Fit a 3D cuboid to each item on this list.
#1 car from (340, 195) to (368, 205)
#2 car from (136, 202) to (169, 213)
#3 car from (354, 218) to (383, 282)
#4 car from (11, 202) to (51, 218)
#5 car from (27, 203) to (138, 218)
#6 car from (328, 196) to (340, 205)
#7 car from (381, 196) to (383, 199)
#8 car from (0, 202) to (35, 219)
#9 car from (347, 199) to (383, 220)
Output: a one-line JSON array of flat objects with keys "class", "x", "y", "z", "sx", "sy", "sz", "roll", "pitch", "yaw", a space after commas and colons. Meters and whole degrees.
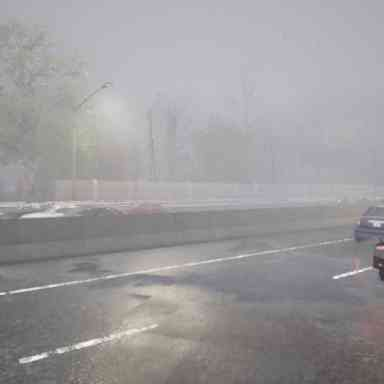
[{"class": "car", "x": 23.176, "y": 1.471, "z": 46.304, "sx": 4.892, "sy": 1.490, "sz": 1.837, "roll": -1, "pitch": 0, "yaw": -35}, {"class": "car", "x": -4.092, "y": 1.511, "z": 26.872, "sx": 4.674, "sy": 1.442, "sz": 1.812, "roll": 0, "pitch": 0, "yaw": -36}, {"class": "car", "x": 6.439, "y": 1.479, "z": 8.344, "sx": 4.902, "sy": 1.511, "sz": 2.128, "roll": 0, "pitch": 0, "yaw": -36}, {"class": "car", "x": -7.878, "y": 1.519, "z": 19.872, "sx": 4.674, "sy": 1.442, "sz": 1.812, "roll": 0, "pitch": 0, "yaw": -36}, {"class": "car", "x": -5.557, "y": 1.498, "z": 17.228, "sx": 4.892, "sy": 1.490, "sz": 1.837, "roll": 0, "pitch": 0, "yaw": -36}, {"class": "car", "x": 22.466, "y": 1.320, "z": 50.077, "sx": 4.553, "sy": 1.767, "sz": 2.097, "roll": 0, "pitch": 0, "yaw": -35}, {"class": "car", "x": 27.090, "y": 1.191, "z": 44.778, "sx": 5.566, "sy": 2.045, "sz": 2.150, "roll": 0, "pitch": 0, "yaw": -35}, {"class": "car", "x": -11.900, "y": 1.485, "z": 24.572, "sx": 4.902, "sy": 1.511, "sz": 2.128, "roll": 0, "pitch": 0, "yaw": -39}, {"class": "car", "x": 9.137, "y": 1.333, "z": 14.568, "sx": 4.553, "sy": 1.767, "sz": 2.097, "roll": 0, "pitch": 0, "yaw": -35}]
